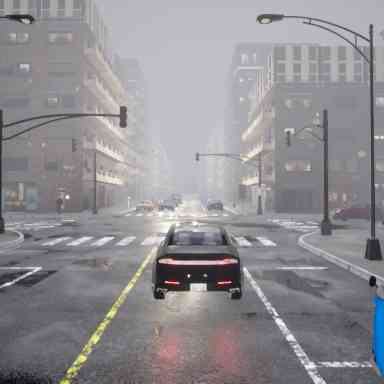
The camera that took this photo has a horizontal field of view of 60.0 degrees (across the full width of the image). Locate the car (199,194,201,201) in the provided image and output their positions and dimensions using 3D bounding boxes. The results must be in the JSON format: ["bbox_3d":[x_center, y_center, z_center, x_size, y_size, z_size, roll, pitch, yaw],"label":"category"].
[{"bbox_3d":[2.851,1.555,68.230,1.752,1.417,4.829,1,0,0],"label":"car"}]

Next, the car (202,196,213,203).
[{"bbox_3d":[2.801,1.569,45.490,2.008,1.369,4.403,1,0,0],"label":"car"}]

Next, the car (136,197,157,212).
[{"bbox_3d":[-5.590,1.541,39.695,1.752,1.417,4.829,1,0,0],"label":"car"}]

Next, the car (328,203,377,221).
[{"bbox_3d":[13.702,1.609,28.008,4.097,1.590,1.967,0,-1,1],"label":"car"}]

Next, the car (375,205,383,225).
[{"bbox_3d":[13.580,1.584,19.627,4.313,1.339,1.947,0,-1,1],"label":"car"}]

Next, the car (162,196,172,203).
[{"bbox_3d":[-5.517,1.578,73.721,1.887,1.381,4.507,1,0,0],"label":"car"}]

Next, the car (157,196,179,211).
[{"bbox_3d":[-3.013,1.563,40.843,2.033,1.411,5.357,0,0,0],"label":"car"}]

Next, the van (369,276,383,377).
[{"bbox_3d":[2.678,1.342,1.901,1.690,1.788,3.998,1,0,0],"label":"van"}]

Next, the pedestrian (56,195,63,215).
[{"bbox_3d":[-12.471,1.219,31.322,0.375,1.860,0.375,0,-1,1],"label":"pedestrian"}]

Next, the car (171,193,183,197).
[{"bbox_3d":[-2.930,1.247,61.484,2.150,2.045,5.566,0,0,1],"label":"car"}]

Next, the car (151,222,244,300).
[{"bbox_3d":[0.119,1.494,8.389,2.128,1.511,4.902,0,0,0],"label":"car"}]

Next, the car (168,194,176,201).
[{"bbox_3d":[-5.480,1.484,90.649,1.967,1.590,4.097,1,0,0],"label":"car"}]

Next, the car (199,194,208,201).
[{"bbox_3d":[2.890,1.355,84.987,2.192,1.841,5.009,1,0,0],"label":"car"}]

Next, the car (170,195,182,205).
[{"bbox_3d":[-2.984,1.546,50.747,1.812,1.442,4.674,0,0,0],"label":"car"}]

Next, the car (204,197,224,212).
[{"bbox_3d":[2.789,1.581,39.847,1.947,1.339,4.313,1,0,0],"label":"car"}]

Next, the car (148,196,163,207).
[{"bbox_3d":[-5.565,1.461,51.150,1.967,1.590,4.097,1,0,0],"label":"car"}]

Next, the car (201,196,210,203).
[{"bbox_3d":[2.861,1.615,73.702,1.802,1.307,4.206,1,0,0],"label":"car"}]

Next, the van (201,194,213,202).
[{"bbox_3d":[2.829,1.365,56.774,1.690,1.788,3.998,1,0,0],"label":"van"}]
